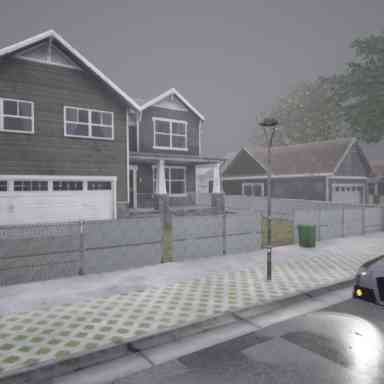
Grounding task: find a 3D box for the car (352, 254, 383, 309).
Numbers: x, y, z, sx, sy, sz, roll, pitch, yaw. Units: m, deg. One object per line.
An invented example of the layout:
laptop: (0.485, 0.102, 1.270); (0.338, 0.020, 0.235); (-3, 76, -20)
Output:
car: (5.141, 1.567, 6.801); (4.181, 1.385, 1.994); (0, 0, -36)
